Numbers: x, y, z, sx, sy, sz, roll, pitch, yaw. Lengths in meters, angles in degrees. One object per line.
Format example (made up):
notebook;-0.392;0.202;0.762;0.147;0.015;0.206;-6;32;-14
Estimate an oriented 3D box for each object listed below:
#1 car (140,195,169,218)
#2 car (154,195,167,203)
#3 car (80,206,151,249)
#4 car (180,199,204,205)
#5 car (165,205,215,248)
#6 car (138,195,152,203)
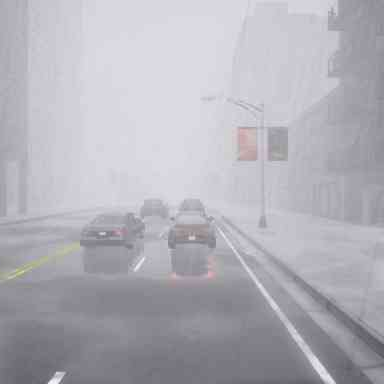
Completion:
car;-3.250;1.356;29.541;2.097;1.767;4.553;0;0;0
car;-6.500;1.434;69.470;2.128;1.511;4.902;0;0;0
car;-3.250;1.561;14.571;2.033;1.411;5.357;0;0;0
car;0.000;1.356;29.541;2.097;1.767;4.553;0;0;0
car;0.000;1.531;14.571;1.812;1.442;4.674;0;0;0
car;-9.750;1.433;69.470;2.128;1.511;4.902;0;0;0
